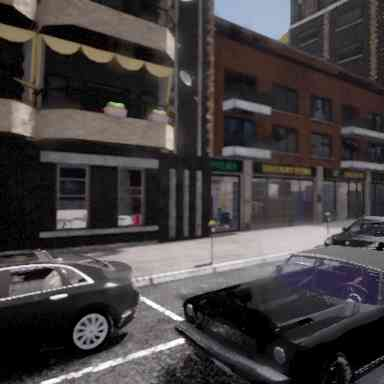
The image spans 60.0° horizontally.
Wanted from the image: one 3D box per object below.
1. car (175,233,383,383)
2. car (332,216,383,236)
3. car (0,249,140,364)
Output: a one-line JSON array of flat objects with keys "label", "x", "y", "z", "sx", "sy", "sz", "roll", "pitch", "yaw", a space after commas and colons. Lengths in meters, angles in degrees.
[{"label": "car", "x": 2.131, "y": 1.578, "z": 4.901, "sx": 4.718, "sy": 1.301, "sz": 1.895, "roll": 0, "pitch": 0, "yaw": -36}, {"label": "car", "x": 6.199, "y": 1.509, "z": 10.970, "sx": 4.313, "sy": 1.339, "sz": 1.947, "roll": 0, "pitch": 1, "yaw": -35}, {"label": "car", "x": -2.869, "y": 1.550, "z": 4.500, "sx": 4.403, "sy": 1.369, "sz": 2.008, "roll": 0, "pitch": 1, "yaw": -35}]
